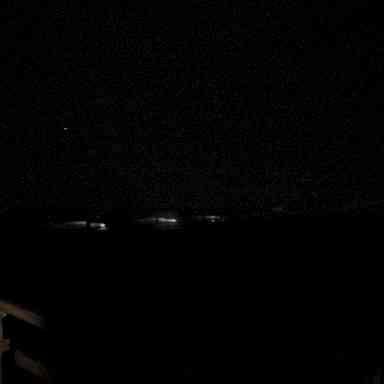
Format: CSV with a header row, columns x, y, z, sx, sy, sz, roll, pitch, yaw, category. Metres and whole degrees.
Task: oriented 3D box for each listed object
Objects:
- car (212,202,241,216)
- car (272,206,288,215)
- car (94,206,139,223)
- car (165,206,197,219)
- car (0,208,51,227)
x,y,z,sx,sy,sz,roll,pitch,yaw,category
5.362,2.570,50.798,2.150,2.045,5.566,3,0,39,car
15.881,3.366,60.459,1.812,1.442,4.674,3,1,37,car
-7.459,2.208,33.180,1.837,1.490,4.892,3,0,36,car
-1.339,2.526,41.625,1.837,1.490,4.892,3,0,37,car
-13.441,1.931,24.901,2.033,1.411,5.357,3,0,36,car
